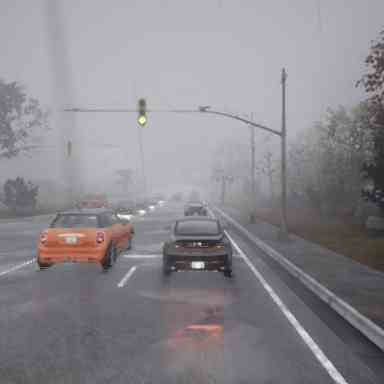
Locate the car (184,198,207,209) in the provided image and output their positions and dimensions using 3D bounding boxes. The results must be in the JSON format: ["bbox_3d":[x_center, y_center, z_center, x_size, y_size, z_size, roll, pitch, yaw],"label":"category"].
[{"bbox_3d":[0.280,1.514,28.072,1.812,1.442,4.674,0,0,0],"label":"car"}]

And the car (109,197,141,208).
[{"bbox_3d":[-6.860,1.549,34.292,1.994,1.385,4.181,0,0,0],"label":"car"}]

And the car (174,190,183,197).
[{"bbox_3d":[-2.926,0.310,74.167,1.812,1.442,4.674,0,3,0],"label":"car"}]

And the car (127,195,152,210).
[{"bbox_3d":[-6.773,1.459,43.333,1.882,1.535,5.008,0,0,0],"label":"car"}]

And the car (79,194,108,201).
[{"bbox_3d":[-10.354,1.207,34.756,2.150,2.045,5.566,0,0,1],"label":"car"}]

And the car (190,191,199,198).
[{"bbox_3d":[0.487,1.044,63.722,2.033,1.411,5.357,0,3,0],"label":"car"}]

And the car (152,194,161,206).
[{"bbox_3d":[-6.640,1.483,53.261,1.994,1.385,4.181,0,1,2],"label":"car"}]

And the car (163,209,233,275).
[{"bbox_3d":[0.156,1.500,10.374,1.837,1.490,4.892,0,0,0],"label":"car"}]

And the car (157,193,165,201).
[{"bbox_3d":[-6.494,0.937,66.126,1.994,1.385,4.181,0,3,0],"label":"car"}]

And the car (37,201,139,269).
[{"bbox_3d":[-3.337,1.347,11.339,2.097,1.767,4.553,0,0,0],"label":"car"}]

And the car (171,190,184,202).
[{"bbox_3d":[-3.013,1.001,63.749,1.837,1.490,4.892,0,3,0],"label":"car"}]
